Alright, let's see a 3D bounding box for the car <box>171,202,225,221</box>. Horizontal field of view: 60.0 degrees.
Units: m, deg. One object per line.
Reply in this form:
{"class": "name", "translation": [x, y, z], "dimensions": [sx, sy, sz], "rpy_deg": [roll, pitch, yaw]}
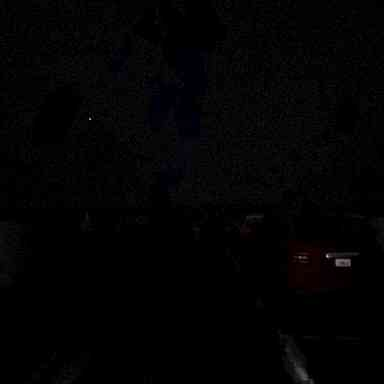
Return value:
{"class": "car", "translation": [0.490, 1.532, 26.830], "dimensions": [4.181, 1.385, 1.994], "rpy_deg": [0, 0, 0]}

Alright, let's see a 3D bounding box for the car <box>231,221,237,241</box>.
{"class": "car", "translation": [2.633, 1.525, 13.902], "dimensions": [1.752, 1.417, 4.829], "rpy_deg": [0, 0, 0]}

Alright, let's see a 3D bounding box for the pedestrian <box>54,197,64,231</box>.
{"class": "pedestrian", "translation": [-7.352, 1.204, 18.361], "dimensions": [0.375, 1.860, 0.375], "rpy_deg": [0, 0, 0]}

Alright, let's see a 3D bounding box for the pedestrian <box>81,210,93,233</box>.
{"class": "pedestrian", "translation": [-5.394, 1.452, 17.100], "dimensions": [0.375, 1.300, 0.375], "rpy_deg": [0, 0, 0]}

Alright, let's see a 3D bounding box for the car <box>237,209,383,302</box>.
{"class": "car", "translation": [2.634, 1.315, 8.186], "dimensions": [2.192, 1.841, 5.009], "rpy_deg": [0, 0, 0]}

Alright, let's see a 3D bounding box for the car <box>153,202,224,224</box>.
{"class": "car", "translation": [-0.350, 1.475, 23.885], "dimensions": [4.902, 1.511, 2.128], "rpy_deg": [0, 0, 0]}

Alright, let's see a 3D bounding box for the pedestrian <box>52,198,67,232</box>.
{"class": "pedestrian", "translation": [-7.044, 1.198, 17.710], "dimensions": [0.375, 1.860, 0.375], "rpy_deg": [0, 0, 0]}
